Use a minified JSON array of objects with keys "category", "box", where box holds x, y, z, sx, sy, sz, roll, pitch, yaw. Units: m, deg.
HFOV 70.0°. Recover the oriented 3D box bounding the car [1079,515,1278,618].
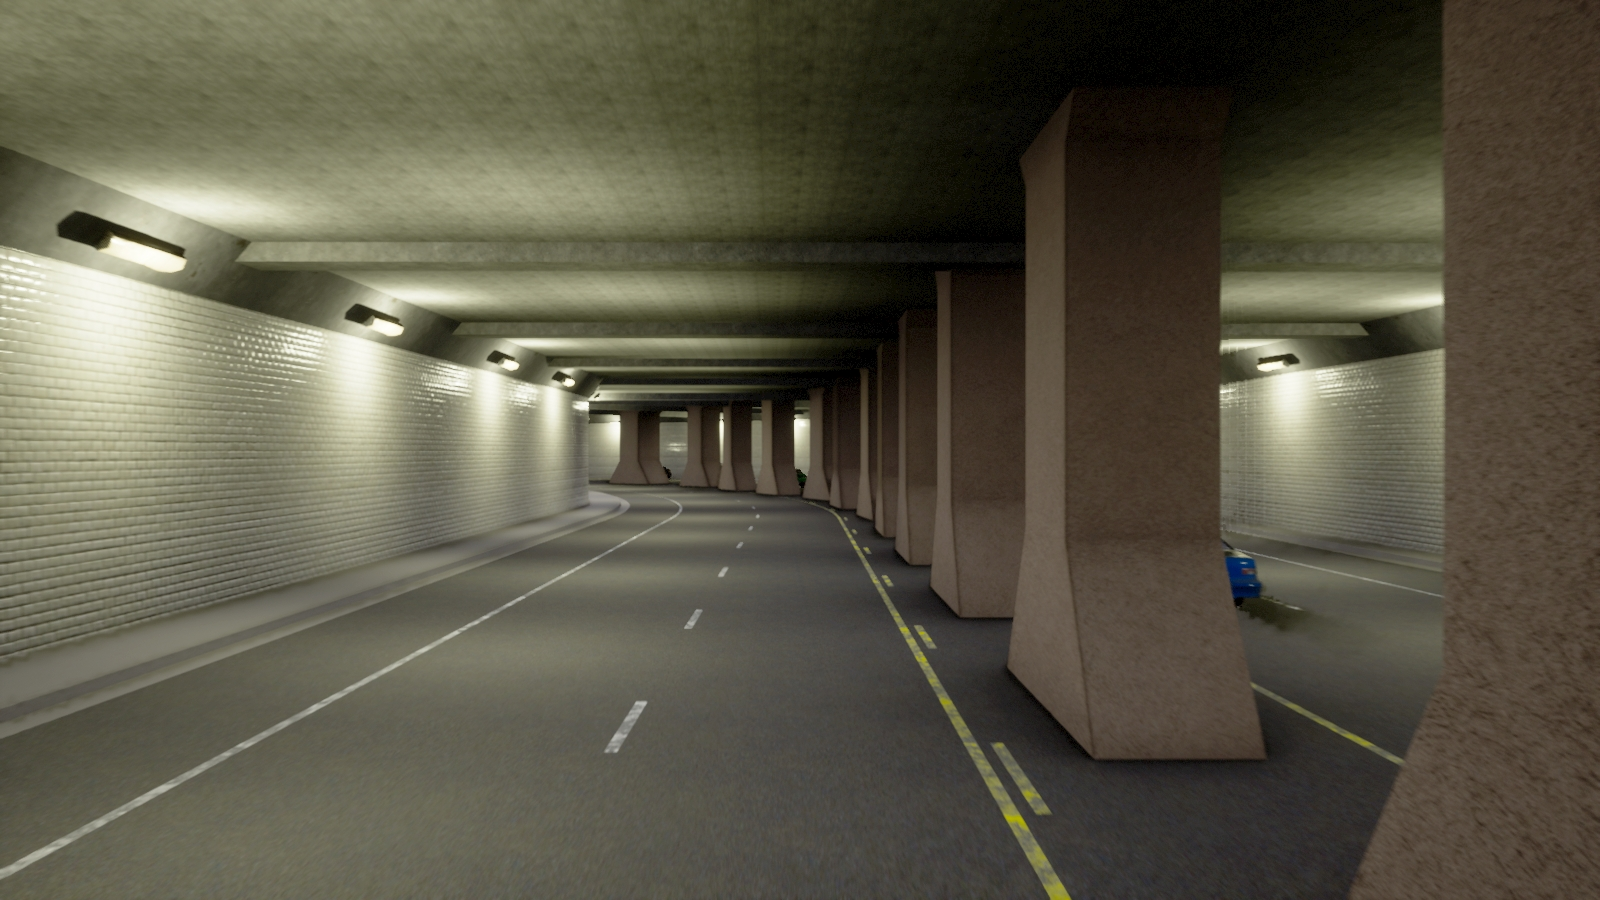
[{"category":"car","box":[6.995,2.106,21.840,2.033,1.411,5.357,0,0,0]}]
